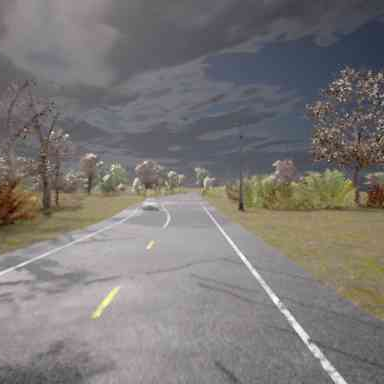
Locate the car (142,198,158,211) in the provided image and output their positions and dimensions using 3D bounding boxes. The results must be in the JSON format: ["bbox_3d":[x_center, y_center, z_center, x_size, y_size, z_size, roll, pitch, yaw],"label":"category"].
[{"bbox_3d":[-5.115,1.486,40.675,1.812,1.442,4.674,0,0,-7],"label":"car"}]
